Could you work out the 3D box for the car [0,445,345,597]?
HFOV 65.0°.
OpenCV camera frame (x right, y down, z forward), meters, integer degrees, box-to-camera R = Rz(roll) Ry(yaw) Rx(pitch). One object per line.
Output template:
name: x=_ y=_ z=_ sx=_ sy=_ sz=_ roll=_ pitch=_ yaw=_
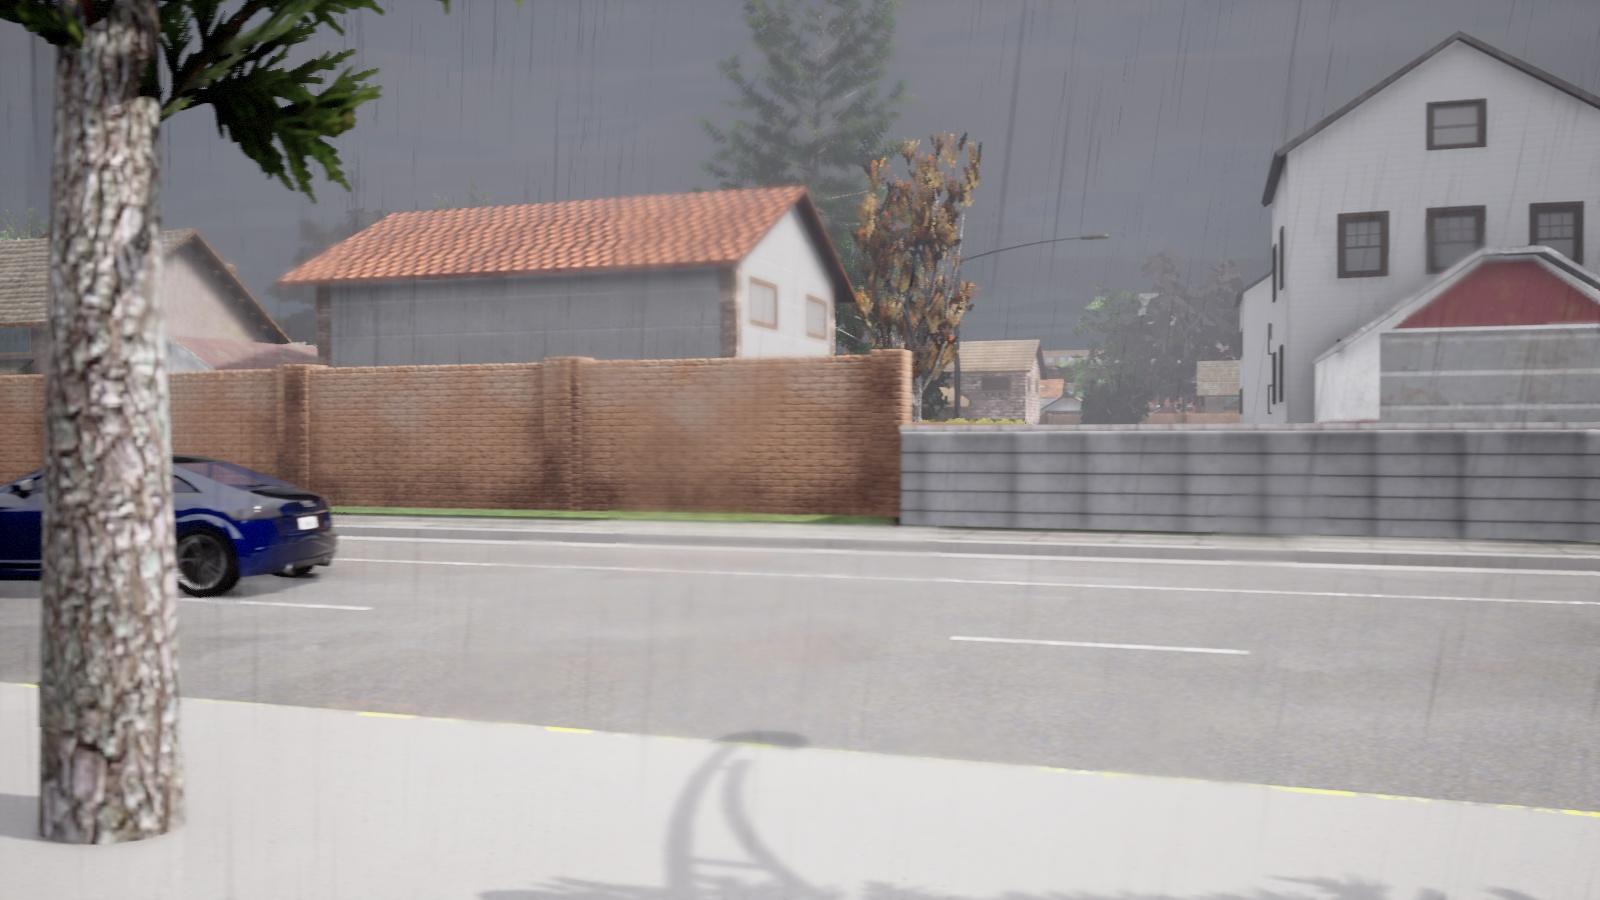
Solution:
car: x=-7.144 y=0.657 z=12.906 sx=4.181 sy=1.385 sz=1.994 roll=0 pitch=1 yaw=4
